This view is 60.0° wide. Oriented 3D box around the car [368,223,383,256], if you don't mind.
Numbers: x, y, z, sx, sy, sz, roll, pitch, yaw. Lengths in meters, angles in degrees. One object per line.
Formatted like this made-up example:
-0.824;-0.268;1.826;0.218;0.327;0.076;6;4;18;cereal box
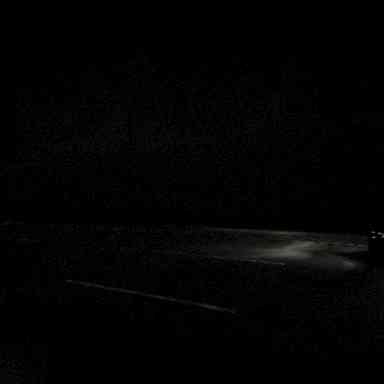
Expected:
6.925;1.039;7.781;5.008;1.535;1.882;0;1;37;car
